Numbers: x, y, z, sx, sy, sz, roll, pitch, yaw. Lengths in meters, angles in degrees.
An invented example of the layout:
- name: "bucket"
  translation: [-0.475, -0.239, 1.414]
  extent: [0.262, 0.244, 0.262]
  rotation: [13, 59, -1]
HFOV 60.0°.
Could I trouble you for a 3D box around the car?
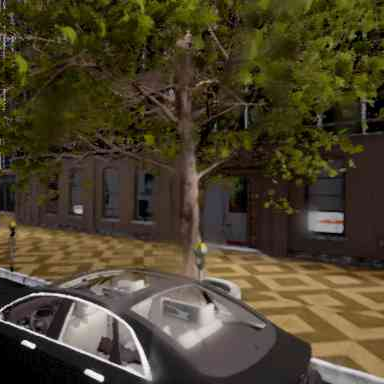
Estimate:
- name: "car"
  translation: [-0.958, 1.527, 3.555]
  extent: [4.403, 1.369, 2.008]
  rotation: [1, 0, 35]
